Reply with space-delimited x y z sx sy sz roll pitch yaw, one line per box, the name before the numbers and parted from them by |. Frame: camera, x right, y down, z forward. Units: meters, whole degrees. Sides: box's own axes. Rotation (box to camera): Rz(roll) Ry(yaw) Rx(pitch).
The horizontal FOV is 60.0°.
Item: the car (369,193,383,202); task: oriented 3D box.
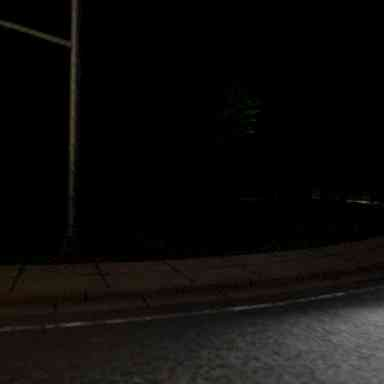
car | 24.837 0.621 42.445 2.097 1.767 4.553 1 2 -9
